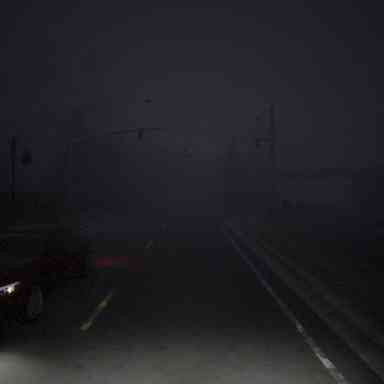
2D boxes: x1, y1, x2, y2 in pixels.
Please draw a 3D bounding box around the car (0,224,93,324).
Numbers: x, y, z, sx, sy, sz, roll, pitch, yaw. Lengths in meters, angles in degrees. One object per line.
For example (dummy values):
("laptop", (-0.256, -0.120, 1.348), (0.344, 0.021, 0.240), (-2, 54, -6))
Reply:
("car", (-3.537, 1.479, 7.184), (1.812, 1.442, 4.674), (0, 0, 1))
